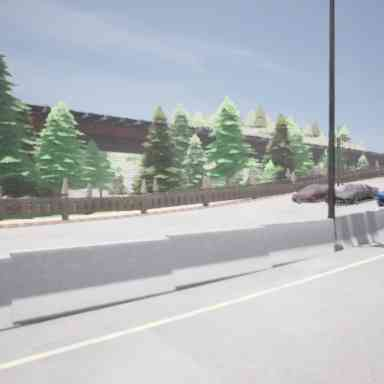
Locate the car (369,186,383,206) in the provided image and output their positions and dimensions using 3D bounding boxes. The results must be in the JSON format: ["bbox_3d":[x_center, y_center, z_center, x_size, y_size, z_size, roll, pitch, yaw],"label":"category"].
[{"bbox_3d":[14.737,0.027,23.094,5.008,1.535,1.882,-7,4,-35],"label":"car"}]

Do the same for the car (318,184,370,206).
[{"bbox_3d":[12.541,0.119,25.830,5.357,1.411,2.033,-7,4,-35],"label":"car"}]

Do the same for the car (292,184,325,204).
[{"bbox_3d":[10.612,0.083,28.750,4.674,1.442,1.812,-7,4,-35],"label":"car"}]
